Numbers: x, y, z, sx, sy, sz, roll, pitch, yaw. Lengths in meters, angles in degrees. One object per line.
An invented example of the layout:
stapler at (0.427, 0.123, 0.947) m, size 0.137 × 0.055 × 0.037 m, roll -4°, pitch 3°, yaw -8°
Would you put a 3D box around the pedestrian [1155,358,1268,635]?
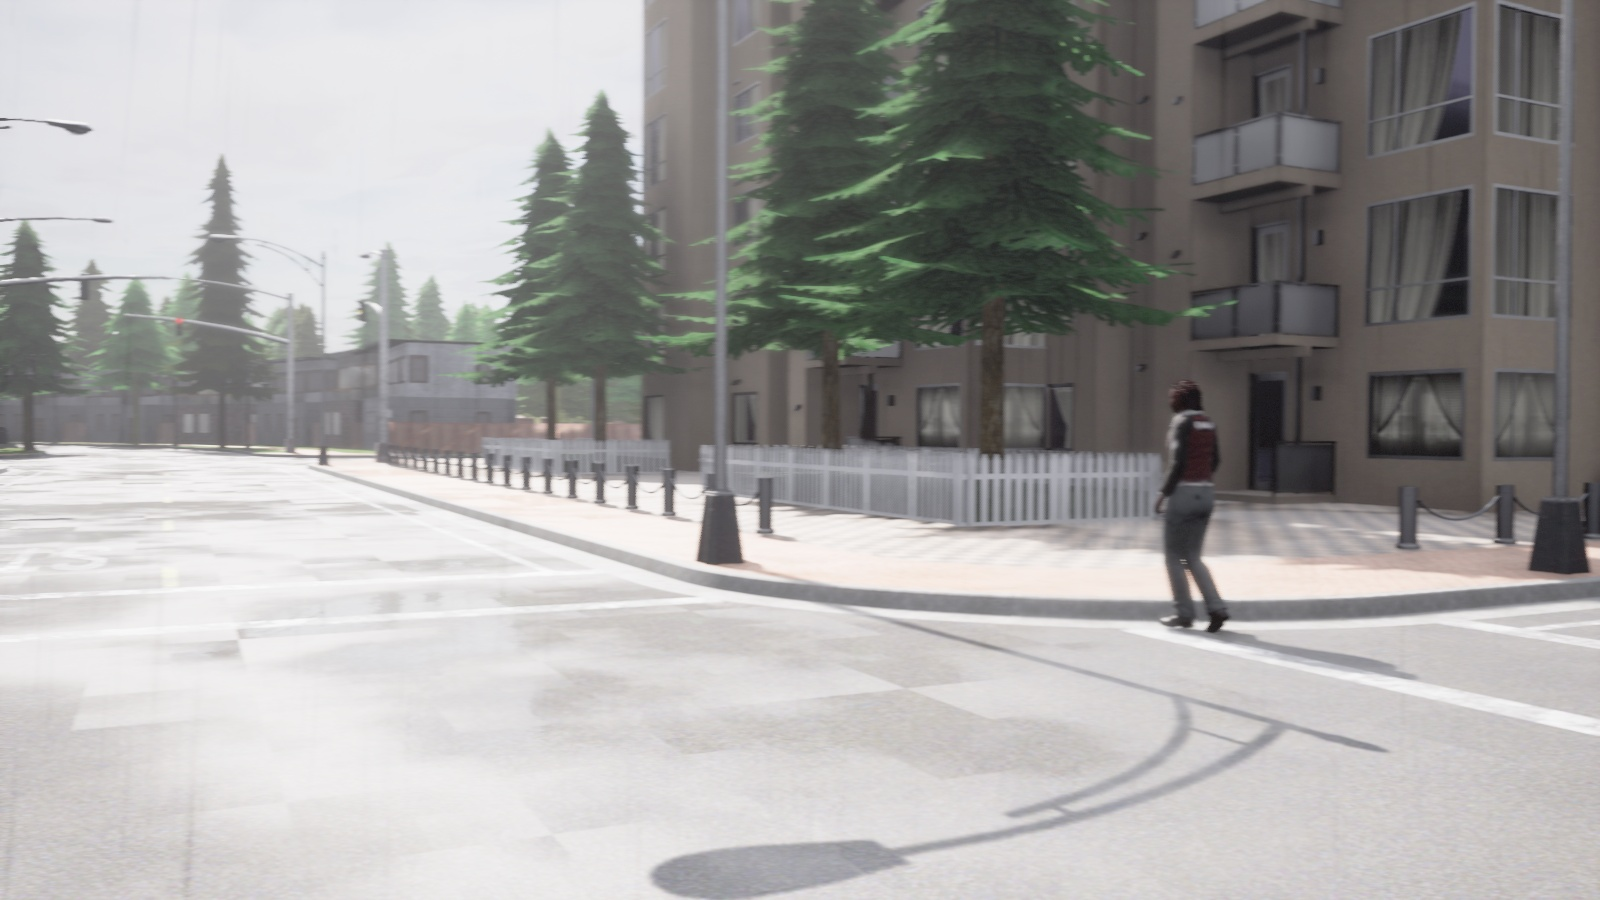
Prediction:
pedestrian at (2.985, 0.322, 9.130) m, size 0.402 × 1.930 × 0.666 m, roll -1°, pitch 1°, yaw -33°
